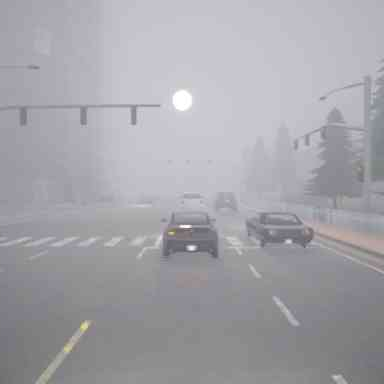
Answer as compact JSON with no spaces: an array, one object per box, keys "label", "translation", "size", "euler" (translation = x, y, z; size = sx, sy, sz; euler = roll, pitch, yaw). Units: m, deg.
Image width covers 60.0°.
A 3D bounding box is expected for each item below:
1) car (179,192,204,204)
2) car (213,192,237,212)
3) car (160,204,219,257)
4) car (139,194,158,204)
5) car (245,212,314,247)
[{"label":"car","translation":[-0.017,1.025,32.037],"size":[2.150,2.045,5.566],"euler":[0,0,0]},{"label":"car","translation":[3.475,0.987,35.726],"size":[2.150,2.045,5.566],"euler":[0,0,0]},{"label":"car","translation":[-0.116,1.422,12.498],"size":[1.837,1.490,4.892],"euler":[0,0,-2]},{"label":"car","translation":[-7.255,1.136,53.618],"size":[2.128,1.511,4.902],"euler":[0,0,0]},{"label":"car","translation":[3.549,1.504,14.448],"size":[1.895,1.301,4.718],"euler":[0,0,0]}]
